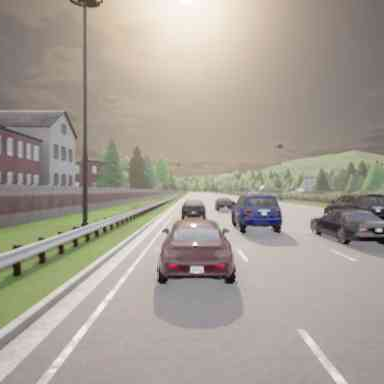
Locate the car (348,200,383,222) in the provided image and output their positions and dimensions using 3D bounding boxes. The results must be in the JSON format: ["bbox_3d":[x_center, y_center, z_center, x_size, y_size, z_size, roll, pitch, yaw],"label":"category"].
[{"bbox_3d":[14.121,1.422,25.807,1.812,1.442,4.674,0,0,0],"label":"car"}]

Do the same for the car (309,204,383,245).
[{"bbox_3d":[7.113,1.486,15.154,2.033,1.411,5.357,0,0,0],"label":"car"}]

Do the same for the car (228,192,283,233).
[{"bbox_3d":[3.617,1.145,19.339,2.150,2.045,5.566,0,1,0],"label":"car"}]

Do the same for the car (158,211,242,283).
[{"bbox_3d":[0.107,1.486,9.417,1.812,1.442,4.674,0,0,0],"label":"car"}]

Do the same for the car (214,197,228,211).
[{"bbox_3d":[3.630,1.347,38.270,1.837,1.490,4.892,0,0,0],"label":"car"}]

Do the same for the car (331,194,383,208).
[{"bbox_3d":[10.617,1.134,21.651,2.150,2.045,5.566,0,0,0],"label":"car"}]

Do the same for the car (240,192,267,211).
[{"bbox_3d":[7.131,1.060,39.370,2.150,2.045,5.566,0,0,0],"label":"car"}]

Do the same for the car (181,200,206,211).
[{"bbox_3d":[0.121,1.365,27.225,1.882,1.535,5.008,0,0,0],"label":"car"}]
